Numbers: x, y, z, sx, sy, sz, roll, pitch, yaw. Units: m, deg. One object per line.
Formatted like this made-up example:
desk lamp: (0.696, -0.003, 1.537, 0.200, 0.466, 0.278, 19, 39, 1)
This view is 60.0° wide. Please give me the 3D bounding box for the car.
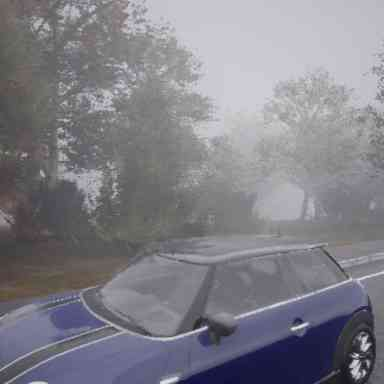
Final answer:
car: (0.026, 1.357, 3.701, 4.553, 1.767, 2.097, 0, 0, -35)
